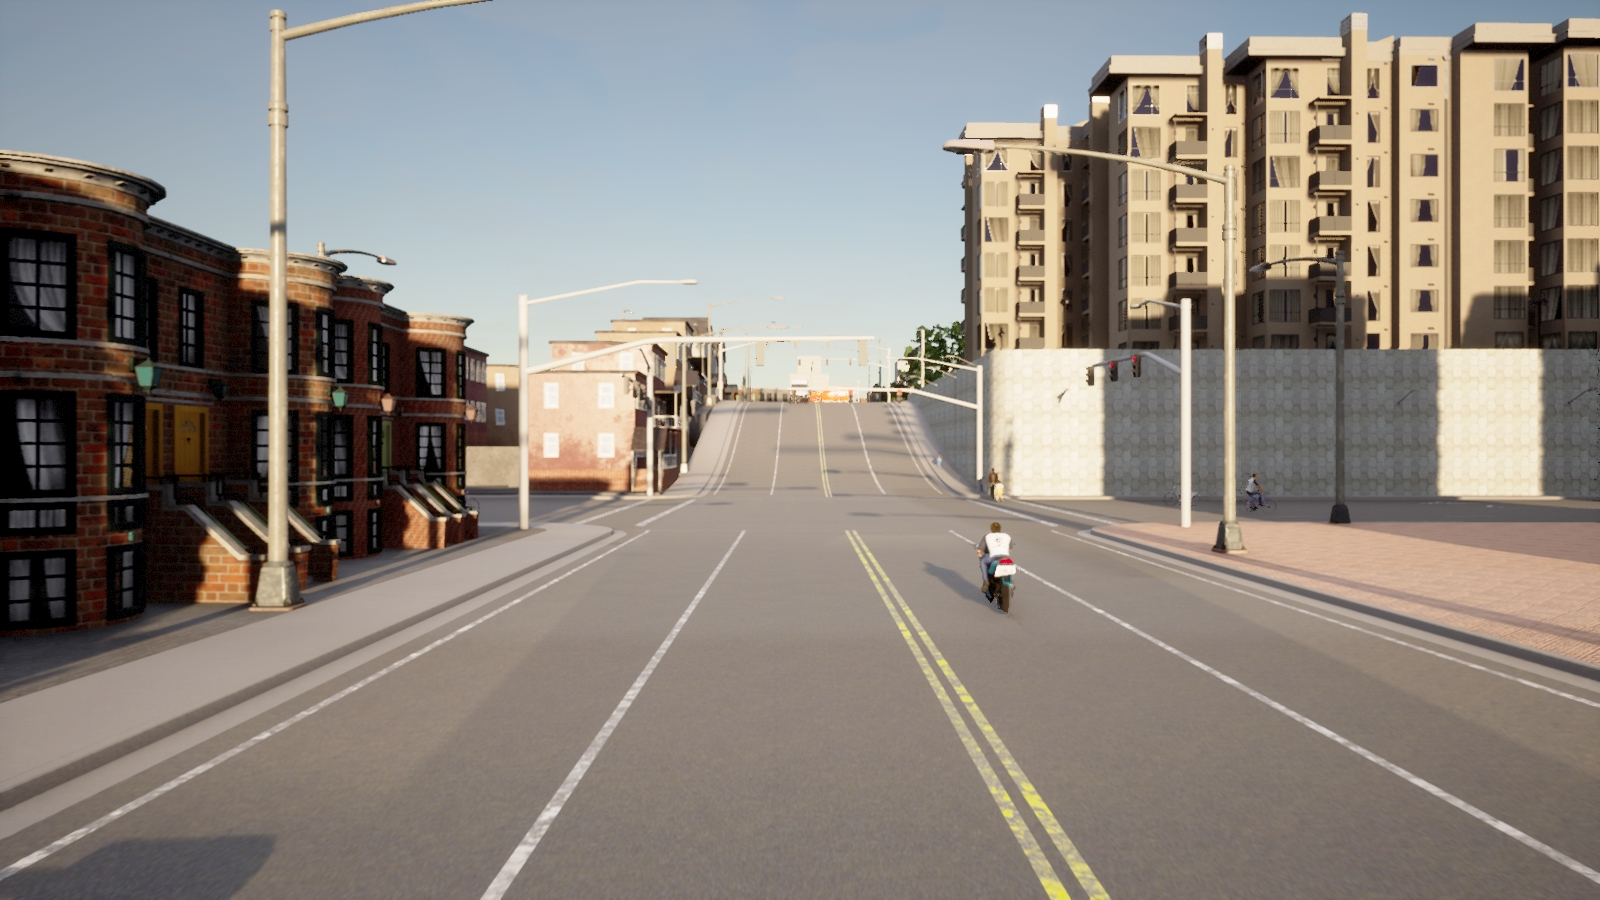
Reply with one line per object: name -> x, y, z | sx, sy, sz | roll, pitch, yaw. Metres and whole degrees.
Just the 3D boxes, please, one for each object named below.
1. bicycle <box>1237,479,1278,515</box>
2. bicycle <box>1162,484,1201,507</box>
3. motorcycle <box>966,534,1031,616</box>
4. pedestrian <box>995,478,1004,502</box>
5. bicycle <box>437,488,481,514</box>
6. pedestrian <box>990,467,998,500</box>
bicycle -> 20.172, 2.070, 50.395 | 1.643, 1.521, 0.373 | 0, 0, 1
bicycle -> 19.140, 2.263, 57.277 | 1.835, 1.126, 0.329 | 0, 0, 0
motorcycle -> 3.497, 2.185, 20.304 | 0.803, 1.224, 2.033 | 0, 0, 0
pedestrian -> 10.754, 2.161, 61.550 | 0.375, 1.300, 0.375 | 0, 0, -10
bicycle -> -15.029, 2.260, 50.397 | 1.835, 1.126, 0.329 | 0, 0, 0
pedestrian -> 11.011, 1.883, 64.982 | 0.375, 1.860, 0.375 | 0, 0, -4
